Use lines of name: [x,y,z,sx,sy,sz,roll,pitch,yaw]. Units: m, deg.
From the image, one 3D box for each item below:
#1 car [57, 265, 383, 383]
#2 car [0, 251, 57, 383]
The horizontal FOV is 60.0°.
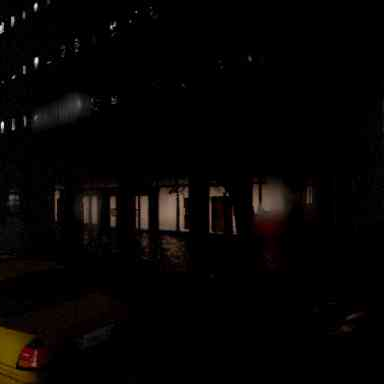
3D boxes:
car: [1.820,1.309,1.584,5.009,1.841,2.192,-1,-1,35]
car: [-2.937,1.572,4.975,4.829,1.417,1.752,-1,-1,35]
